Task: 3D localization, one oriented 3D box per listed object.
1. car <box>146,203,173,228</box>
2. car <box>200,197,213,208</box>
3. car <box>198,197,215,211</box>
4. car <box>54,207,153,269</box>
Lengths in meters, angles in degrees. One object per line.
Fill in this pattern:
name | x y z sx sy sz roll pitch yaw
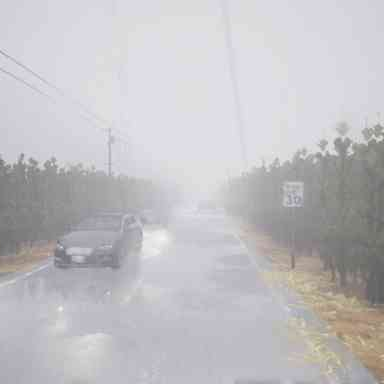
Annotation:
car | -2.376 1.492 22.660 2.128 1.511 4.902 0 0 3
car | 2.204 1.526 50.139 1.812 1.442 4.674 0 0 2
car | 1.780 1.564 40.141 1.994 1.385 4.181 0 0 2
car | -2.884 1.491 11.199 2.128 1.511 4.902 0 0 3
